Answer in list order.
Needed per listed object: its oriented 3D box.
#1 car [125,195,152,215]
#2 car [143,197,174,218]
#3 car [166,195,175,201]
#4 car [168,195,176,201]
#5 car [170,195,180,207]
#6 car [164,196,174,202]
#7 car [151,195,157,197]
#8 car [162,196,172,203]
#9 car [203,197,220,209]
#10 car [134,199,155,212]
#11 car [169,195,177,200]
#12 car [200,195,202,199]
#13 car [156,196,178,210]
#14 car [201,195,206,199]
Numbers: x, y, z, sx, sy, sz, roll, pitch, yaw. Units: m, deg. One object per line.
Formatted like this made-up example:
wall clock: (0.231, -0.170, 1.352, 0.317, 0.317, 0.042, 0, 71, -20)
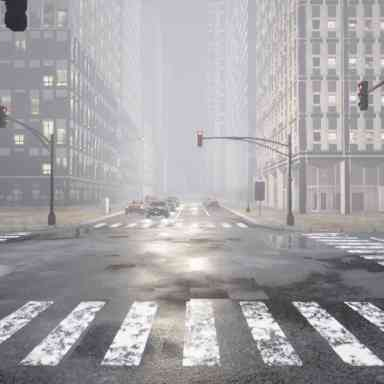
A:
car: (-5.560, 1.453, 33.814, 1.967, 1.590, 4.097, 1, 0, 0)
car: (-2.997, 1.516, 30.353, 1.837, 1.490, 4.892, 0, 0, 0)
car: (-5.394, 1.578, 83.990, 1.887, 1.381, 4.507, 1, 0, 0)
car: (-5.375, 1.587, 89.565, 2.008, 1.369, 4.403, 1, 0, 0)
car: (-2.925, 1.371, 49.877, 2.097, 1.767, 4.553, 0, 0, 0)
car: (-5.412, 1.582, 78.415, 2.008, 1.369, 4.403, 1, 0, 0)
car: (-5.520, 1.332, 44.964, 2.192, 1.841, 5.009, 1, 0, 0)
car: (-5.431, 1.573, 72.840, 1.887, 1.381, 4.507, 1, 0, 0)
car: (2.855, 1.599, 44.998, 1.802, 1.307, 4.206, 1, 0, 0)
car: (-5.544, 1.597, 39.389, 1.802, 1.307, 4.206, 1, 0, 0)
car: (-5.357, 1.605, 95.140, 1.947, 1.339, 4.313, 1, 0, 0)
car: (2.912, 1.590, 61.731, 1.947, 1.339, 4.313, 1, 0, 0)
car: (-2.965, 1.520, 39.803, 1.837, 1.490, 4.892, 0, 0, 0)
car: (2.895, 1.547, 56.324, 1.752, 1.417, 4.829, 1, 0, 0)
